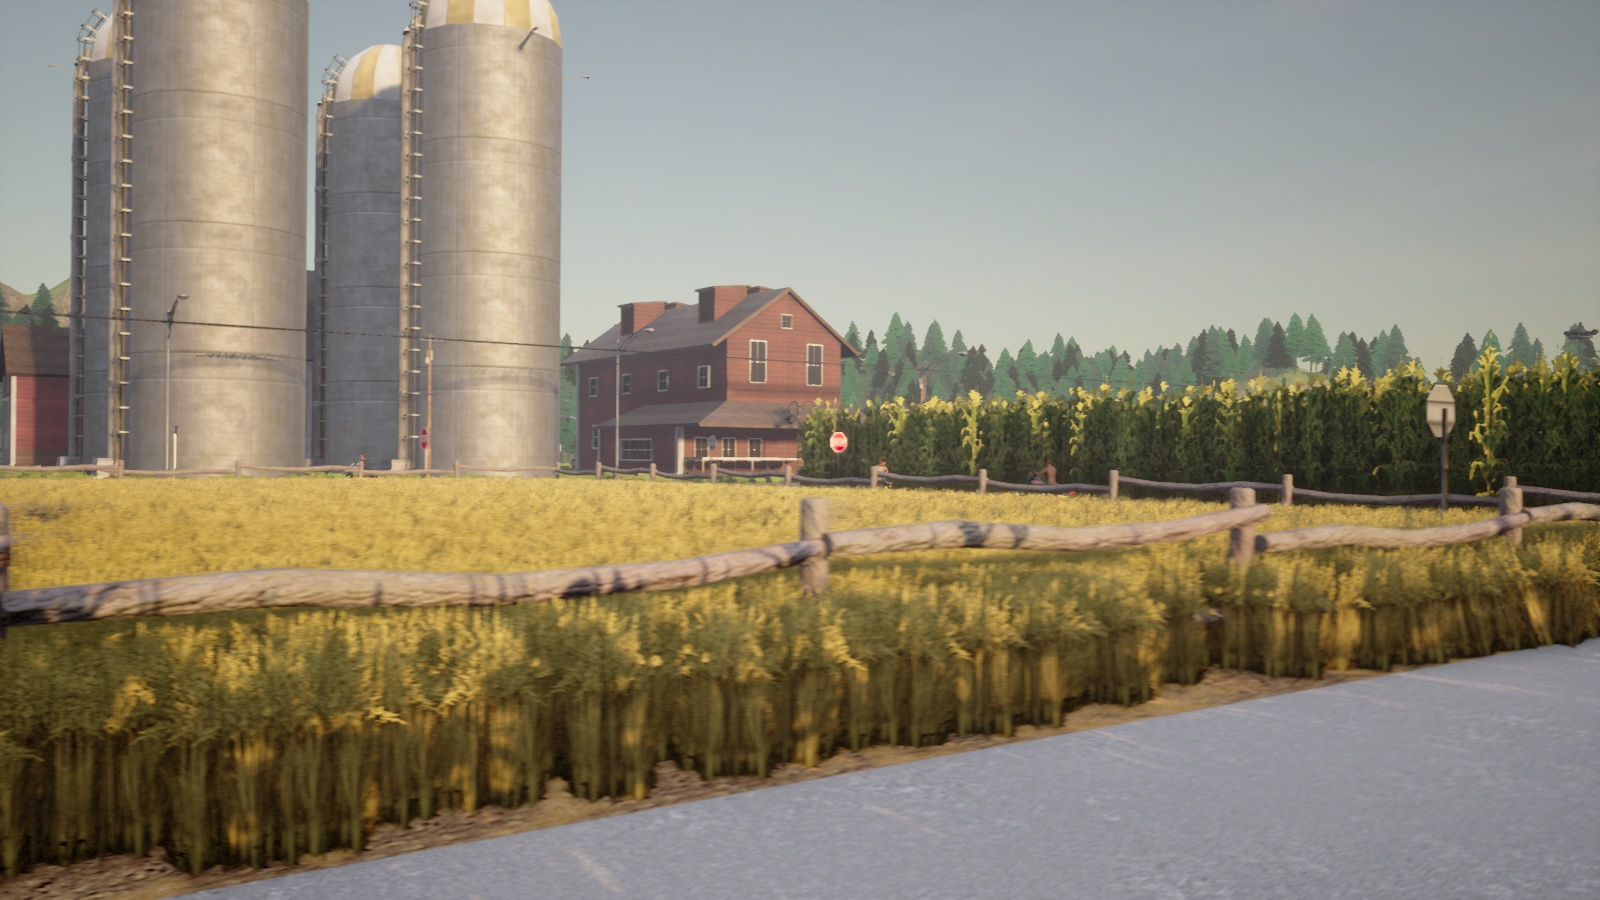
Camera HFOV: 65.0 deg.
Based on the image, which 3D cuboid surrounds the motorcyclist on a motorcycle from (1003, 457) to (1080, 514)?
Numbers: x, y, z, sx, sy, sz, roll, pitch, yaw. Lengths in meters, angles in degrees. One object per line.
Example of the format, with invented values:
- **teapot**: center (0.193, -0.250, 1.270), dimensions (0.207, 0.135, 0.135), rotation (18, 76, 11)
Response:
- **motorcyclist on a motorcycle**: center (7.089, 1.024, 36.973), dimensions (0.766, 1.649, 2.350), rotation (0, -1, -35)
